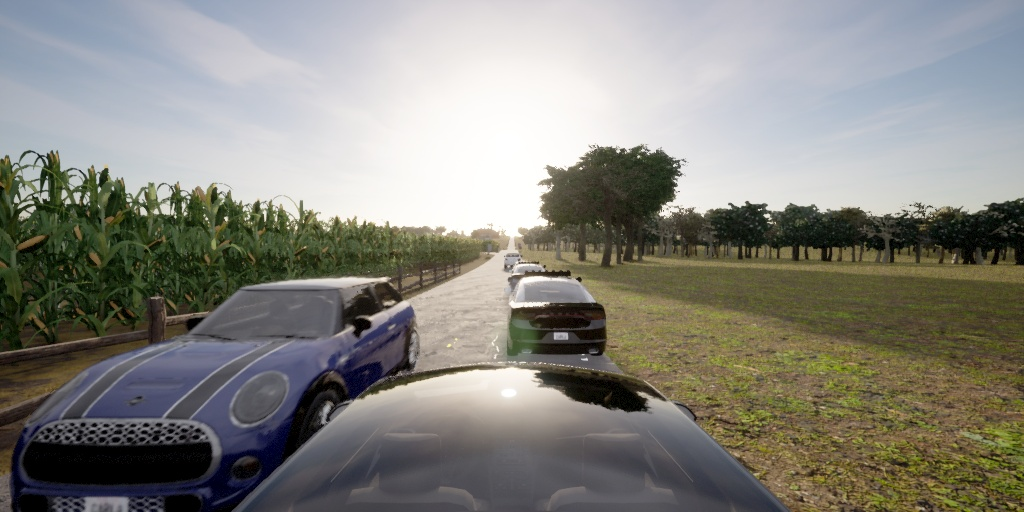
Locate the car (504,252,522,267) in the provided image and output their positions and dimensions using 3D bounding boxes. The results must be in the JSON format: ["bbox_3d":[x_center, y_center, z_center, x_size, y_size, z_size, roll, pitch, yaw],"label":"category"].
[{"bbox_3d":[0.132,0.528,46.112,2.150,2.045,5.566,0,1,1],"label":"car"}]

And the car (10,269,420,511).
[{"bbox_3d":[-2.741,1.097,4.668,2.097,1.767,4.553,0,0,0],"label":"car"}]

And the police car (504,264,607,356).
[{"bbox_3d":[0.843,1.154,8.715,1.930,1.638,5.238,0,0,0],"label":"police car"}]

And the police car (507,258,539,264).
[{"bbox_3d":[0.867,1.090,18.716,1.930,1.638,5.238,0,0,0],"label":"police car"}]
